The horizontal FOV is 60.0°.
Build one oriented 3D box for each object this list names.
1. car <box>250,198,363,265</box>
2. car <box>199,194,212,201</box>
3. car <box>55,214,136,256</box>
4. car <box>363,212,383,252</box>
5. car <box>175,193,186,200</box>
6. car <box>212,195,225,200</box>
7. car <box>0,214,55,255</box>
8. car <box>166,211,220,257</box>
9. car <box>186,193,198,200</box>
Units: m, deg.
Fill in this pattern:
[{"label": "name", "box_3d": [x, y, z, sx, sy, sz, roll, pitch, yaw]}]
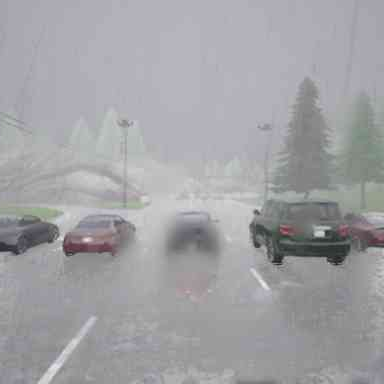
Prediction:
[{"label": "car", "box_3d": [3.525, 1.222, 11.831, 2.150, 2.045, 5.566, 0, 0, 0]}, {"label": "car", "box_3d": [3.480, 1.523, 87.924, 2.033, 1.411, 5.357, 0, 0, 2]}, {"label": "car", "box_3d": [-3.460, 1.563, 13.137, 1.994, 1.385, 4.181, 0, 0, 1]}, {"label": "car", "box_3d": [7.045, 1.524, 13.642, 1.812, 1.442, 4.674, 0, 0, 1]}, {"label": "car", "box_3d": [-3.507, 1.524, 88.736, 2.033, 1.411, 5.357, 0, 0, 2]}, {"label": "car", "box_3d": [6.986, 1.538, 88.370, 1.994, 1.385, 4.181, 0, 0, 2]}, {"label": "car", "box_3d": [-6.960, 1.562, 13.244, 1.994, 1.385, 4.181, 0, 0, 1]}, {"label": "car", "box_3d": [0.038, 1.504, 12.978, 1.837, 1.490, 4.892, 0, 0, 1]}, {"label": "car", "box_3d": [-0.002, 1.509, 89.125, 1.812, 1.442, 4.674, 0, 0, 2]}]
